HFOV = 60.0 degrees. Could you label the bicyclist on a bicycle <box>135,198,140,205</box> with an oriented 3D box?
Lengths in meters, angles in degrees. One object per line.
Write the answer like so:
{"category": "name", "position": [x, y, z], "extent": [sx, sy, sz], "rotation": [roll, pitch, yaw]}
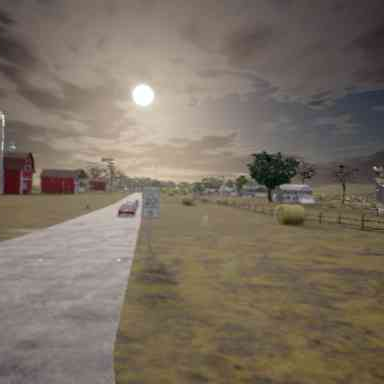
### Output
{"category": "bicyclist on a bicycle", "position": [-11.733, 2.055, 71.710], "extent": [0.866, 1.612, 1.509], "rotation": [2, 0, -8]}

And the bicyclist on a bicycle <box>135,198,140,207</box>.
{"category": "bicyclist on a bicycle", "position": [-10.476, 2.099, 62.805], "extent": [0.582, 1.620, 1.656], "rotation": [2, -1, -8]}

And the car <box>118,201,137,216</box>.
{"category": "car", "position": [-8.100, 2.127, 41.312], "extent": [1.994, 1.385, 4.181], "rotation": [2, -1, -9]}

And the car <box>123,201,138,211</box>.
{"category": "car", "position": [-9.666, 2.151, 52.312], "extent": [2.033, 1.411, 5.357], "rotation": [2, 0, -8]}
